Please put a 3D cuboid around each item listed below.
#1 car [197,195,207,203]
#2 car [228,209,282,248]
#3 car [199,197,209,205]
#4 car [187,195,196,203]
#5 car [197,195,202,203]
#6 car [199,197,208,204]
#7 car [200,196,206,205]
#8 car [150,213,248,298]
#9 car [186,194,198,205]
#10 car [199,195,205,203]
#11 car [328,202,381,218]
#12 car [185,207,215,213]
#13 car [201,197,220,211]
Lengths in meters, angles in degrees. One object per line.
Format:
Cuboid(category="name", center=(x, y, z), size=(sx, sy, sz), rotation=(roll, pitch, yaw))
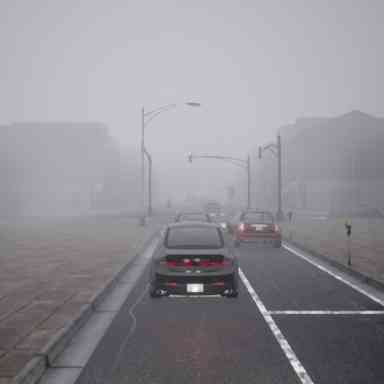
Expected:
Cuboid(category="car", center=(2.477, 1.717, 79.726), size=(2.192, 1.841, 5.009), rotation=(1, -1, 0))
Cuboid(category="car", center=(2.626, 1.454, 14.915), size=(1.967, 1.590, 4.097), rotation=(2, 0, 0))
Cuboid(category="car", center=(2.498, 1.825, 69.018), size=(1.752, 1.417, 4.829), rotation=(1, -1, 0))
Cuboid(category="car", center=(-0.188, 1.657, 82.617), size=(2.150, 2.045, 5.566), rotation=(0, -1, 0))
Cuboid(category="car", center=(2.509, 1.816, 63.411), size=(1.947, 1.339, 4.313), rotation=(1, -1, 0))
Cuboid(category="car", center=(2.485, 1.875, 74.456), size=(1.752, 1.417, 4.829), rotation=(1, -1, 0))
Cuboid(category="car", center=(2.547, 1.694, 47.099), size=(1.947, 1.339, 4.313), rotation=(1, 0, 0))
Cuboid(category="car", center=(0.021, 1.510, 8.507), size=(1.837, 1.490, 4.892), rotation=(0, 0, -1))
Cuboid(category="car", center=(-0.050, 1.517, 68.414), size=(2.150, 2.045, 5.566), rotation=(0, 0, 1))
Cuboid(category="car", center=(2.536, 1.691, 52.705), size=(1.752, 1.417, 4.829), rotation=(1, 0, 0))
Cuboid(category="car", center=(14.496, 1.624, 29.770), size=(4.181, 1.385, 1.994), rotation=(0, -2, 0))
Cuboid(category="car", center=(0.056, 1.616, 15.995), size=(1.895, 1.301, 4.718), rotation=(0, 0, 0))
Cuboid(category="car", center=(2.560, 1.663, 41.662), size=(1.947, 1.339, 4.313), rotation=(1, 0, 0))
